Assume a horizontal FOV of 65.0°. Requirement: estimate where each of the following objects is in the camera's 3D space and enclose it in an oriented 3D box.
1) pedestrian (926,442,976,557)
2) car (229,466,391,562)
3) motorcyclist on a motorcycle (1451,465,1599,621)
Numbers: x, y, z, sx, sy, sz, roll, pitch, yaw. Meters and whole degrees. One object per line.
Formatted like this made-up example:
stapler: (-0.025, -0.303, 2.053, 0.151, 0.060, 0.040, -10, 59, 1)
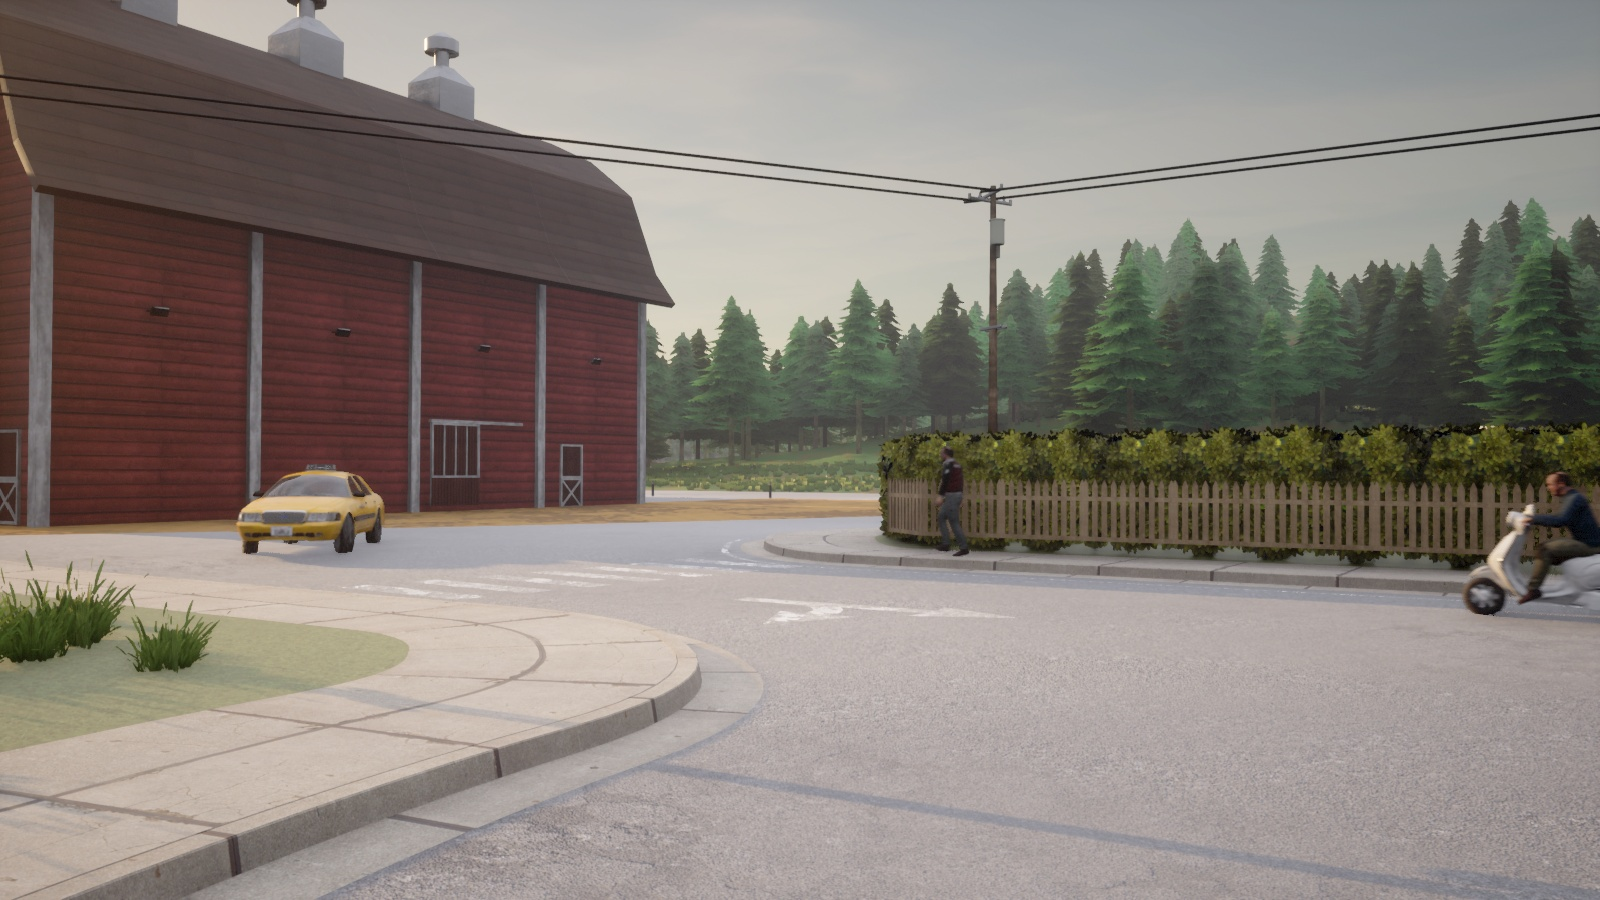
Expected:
pedestrian: (2.492, 0.807, 20.681, 0.720, 1.854, 0.376, -1, -1, 29)
car: (-9.008, 1.103, 23.545, 1.801, 1.575, 5.366, 0, -1, -10)
motorcyclist on a motorcycle: (8.039, 0.961, 13.450, 1.817, 1.590, 0.866, -1, -1, 32)
